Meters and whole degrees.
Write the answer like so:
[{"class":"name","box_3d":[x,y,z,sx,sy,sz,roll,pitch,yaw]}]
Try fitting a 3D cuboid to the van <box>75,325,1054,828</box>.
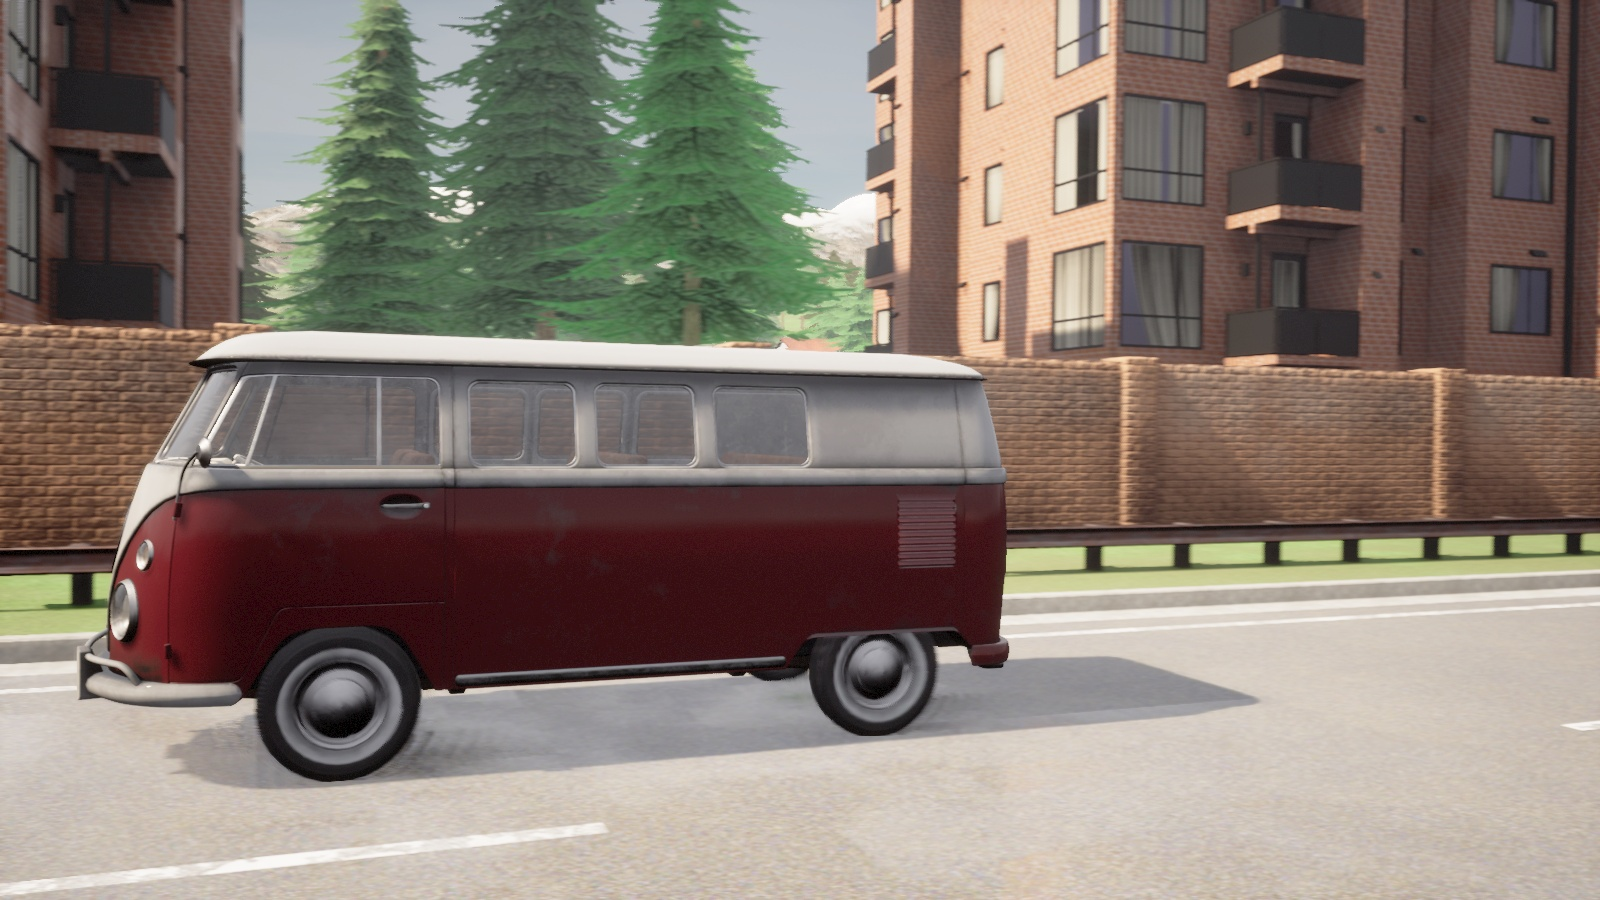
[{"class":"van","box_3d":[-1.077,0.455,6.571,4.442,1.987,1.775,-1,1,-21]}]
